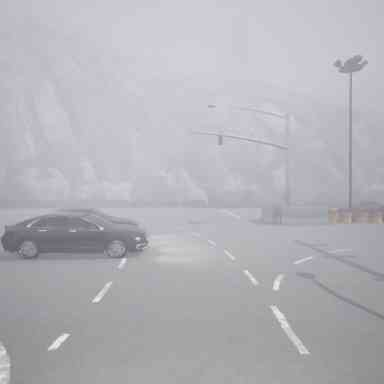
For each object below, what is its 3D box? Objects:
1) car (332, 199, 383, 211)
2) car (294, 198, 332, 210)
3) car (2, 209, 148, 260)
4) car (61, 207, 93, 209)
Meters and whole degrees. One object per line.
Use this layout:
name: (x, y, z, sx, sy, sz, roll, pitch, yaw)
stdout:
car: (15.597, 1.500, 30.522, 4.181, 1.385, 1.994, 0, 0, -3)
car: (15.308, 1.461, 41.021, 5.357, 1.411, 2.033, 0, 0, -3)
car: (-4.005, 1.482, 11.788, 4.892, 1.490, 1.837, 0, 0, -3)
car: (-4.900, 1.473, 15.247, 4.892, 1.490, 1.837, 0, 0, -3)
